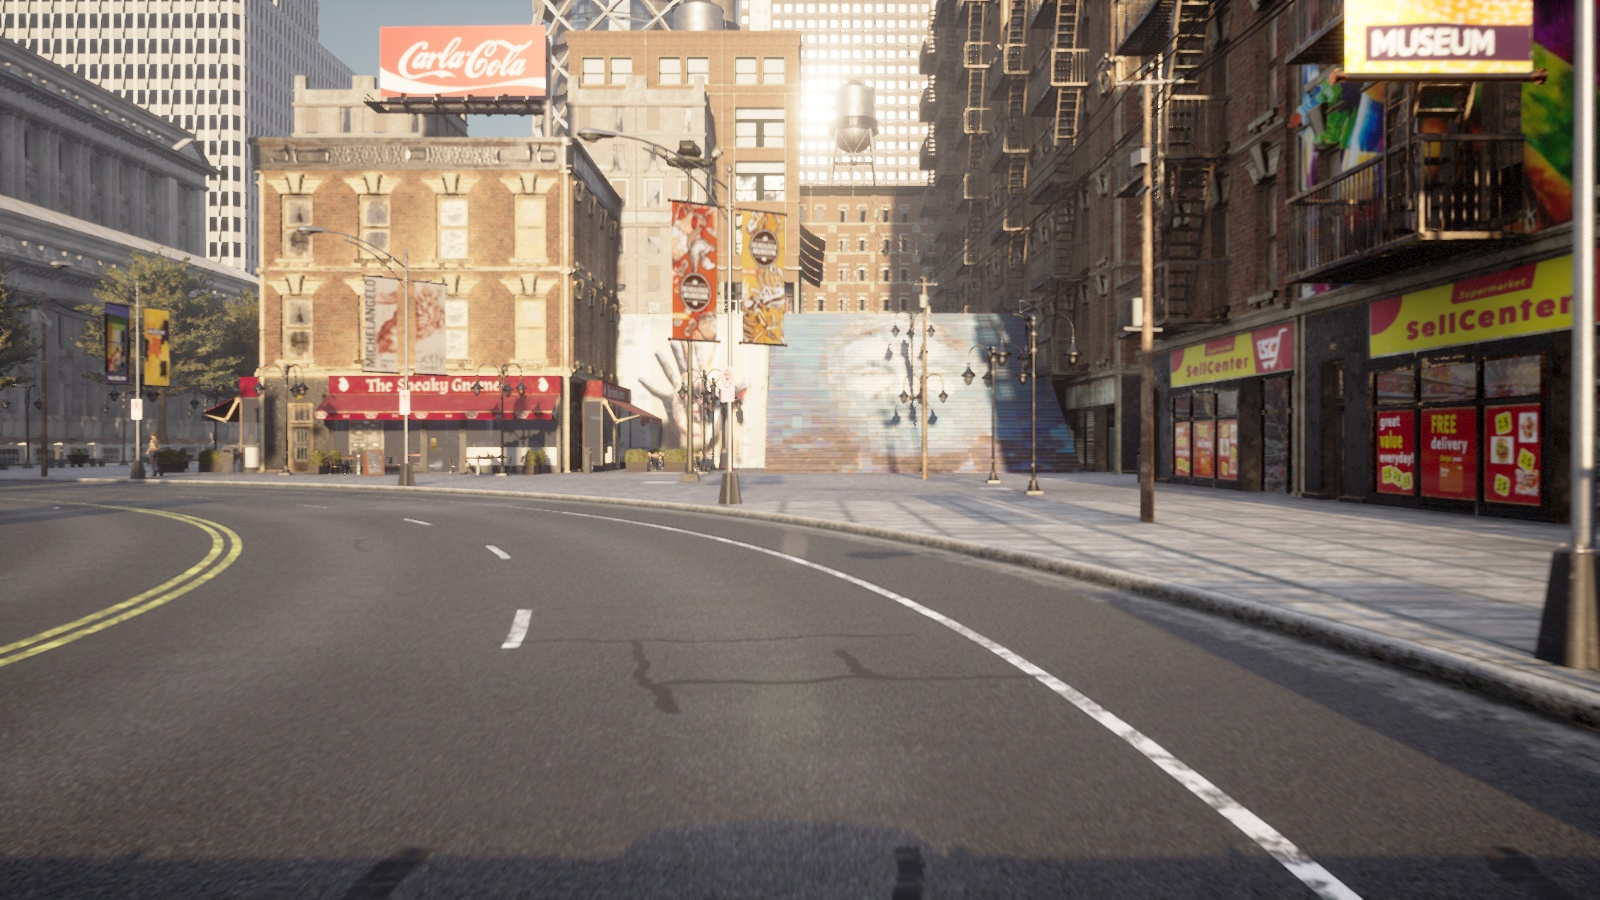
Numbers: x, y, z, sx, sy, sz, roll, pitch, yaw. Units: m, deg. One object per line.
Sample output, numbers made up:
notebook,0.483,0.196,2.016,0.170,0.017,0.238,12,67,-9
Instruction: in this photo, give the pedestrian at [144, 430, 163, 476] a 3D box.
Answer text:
pedestrian,-25.845,0.102,50.182,0.594,1.836,0.345,0,0,17
